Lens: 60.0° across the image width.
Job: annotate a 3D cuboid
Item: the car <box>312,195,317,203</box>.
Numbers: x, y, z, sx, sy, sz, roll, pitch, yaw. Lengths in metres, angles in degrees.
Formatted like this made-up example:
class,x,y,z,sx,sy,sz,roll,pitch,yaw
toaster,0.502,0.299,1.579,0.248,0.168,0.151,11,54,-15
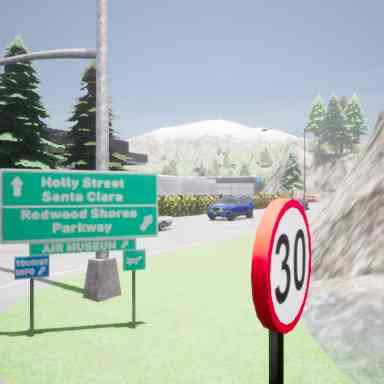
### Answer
class,x,y,z,sx,sy,sz,roll,pitch,yaw
car,26.279,1.547,76.663,4.553,1.767,2.097,0,0,38

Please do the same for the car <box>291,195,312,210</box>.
class,x,y,z,sx,sy,sz,roll,pitch,yaw
car,13.620,1.543,43.377,2.097,1.767,4.553,0,0,36

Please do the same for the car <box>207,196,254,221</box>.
class,x,y,z,sx,sy,sz,roll,pitch,yaw
car,3.533,1.413,29.511,2.150,2.045,5.566,0,0,37

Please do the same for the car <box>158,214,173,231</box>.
class,x,y,z,sx,sy,sz,roll,pitch,yaw
car,-3.311,1.792,20.057,1.895,1.301,4.718,0,0,36
